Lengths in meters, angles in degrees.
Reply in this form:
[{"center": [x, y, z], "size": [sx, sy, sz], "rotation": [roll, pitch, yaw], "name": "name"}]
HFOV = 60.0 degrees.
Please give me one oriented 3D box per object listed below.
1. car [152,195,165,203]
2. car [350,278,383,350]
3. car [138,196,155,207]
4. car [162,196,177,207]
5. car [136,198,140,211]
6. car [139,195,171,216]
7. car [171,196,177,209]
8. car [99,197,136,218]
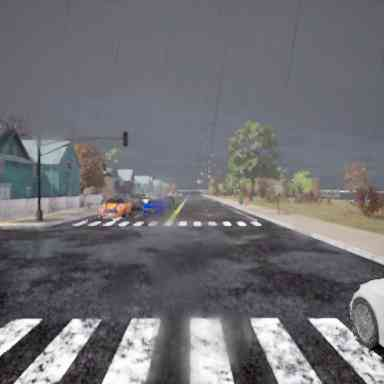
[{"center": [-6.506, 1.298, 64.934], "size": [1.882, 1.535, 5.008], "rotation": [0, 0, 0], "name": "car"}, {"center": [3.351, 1.513, 3.208], "size": [1.812, 1.442, 4.674], "rotation": [0, 0, 0], "name": "car"}, {"center": [-6.583, 1.367, 48.823], "size": [1.812, 1.442, 4.674], "rotation": [0, 0, 0], "name": "car"}, {"center": [-3.331, 1.343, 50.131], "size": [1.837, 1.490, 4.892], "rotation": [0, 0, 0], "name": "car"}, {"center": [-6.591, 1.417, 38.642], "size": [2.033, 1.411, 5.357], "rotation": [0, 0, 0], "name": "car"}, {"center": [-3.343, 1.370, 30.835], "size": [1.882, 1.535, 5.008], "rotation": [0, 0, 0], "name": "car"}, {"center": [-3.338, 1.356, 40.242], "size": [2.128, 1.511, 4.902], "rotation": [0, 0, 0], "name": "car"}, {"center": [-6.594, 1.250, 29.166], "size": [2.097, 1.767, 4.553], "rotation": [0, 0, 0], "name": "car"}]
